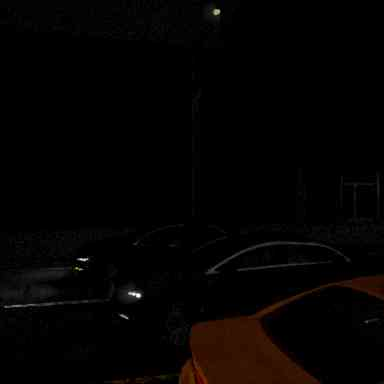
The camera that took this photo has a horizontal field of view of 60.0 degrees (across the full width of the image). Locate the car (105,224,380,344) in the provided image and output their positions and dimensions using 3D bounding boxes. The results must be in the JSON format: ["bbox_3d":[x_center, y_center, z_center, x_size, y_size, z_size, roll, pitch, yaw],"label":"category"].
[{"bbox_3d":[1.051,1.491,5.954,4.902,1.511,2.128,0,0,-12],"label":"car"}]

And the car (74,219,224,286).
[{"bbox_3d":[-0.572,1.504,8.930,4.892,1.490,1.837,0,0,-12],"label":"car"}]

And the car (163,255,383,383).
[{"bbox_3d":[2.397,1.478,2.714,5.008,1.535,1.882,0,0,-12],"label":"car"}]
